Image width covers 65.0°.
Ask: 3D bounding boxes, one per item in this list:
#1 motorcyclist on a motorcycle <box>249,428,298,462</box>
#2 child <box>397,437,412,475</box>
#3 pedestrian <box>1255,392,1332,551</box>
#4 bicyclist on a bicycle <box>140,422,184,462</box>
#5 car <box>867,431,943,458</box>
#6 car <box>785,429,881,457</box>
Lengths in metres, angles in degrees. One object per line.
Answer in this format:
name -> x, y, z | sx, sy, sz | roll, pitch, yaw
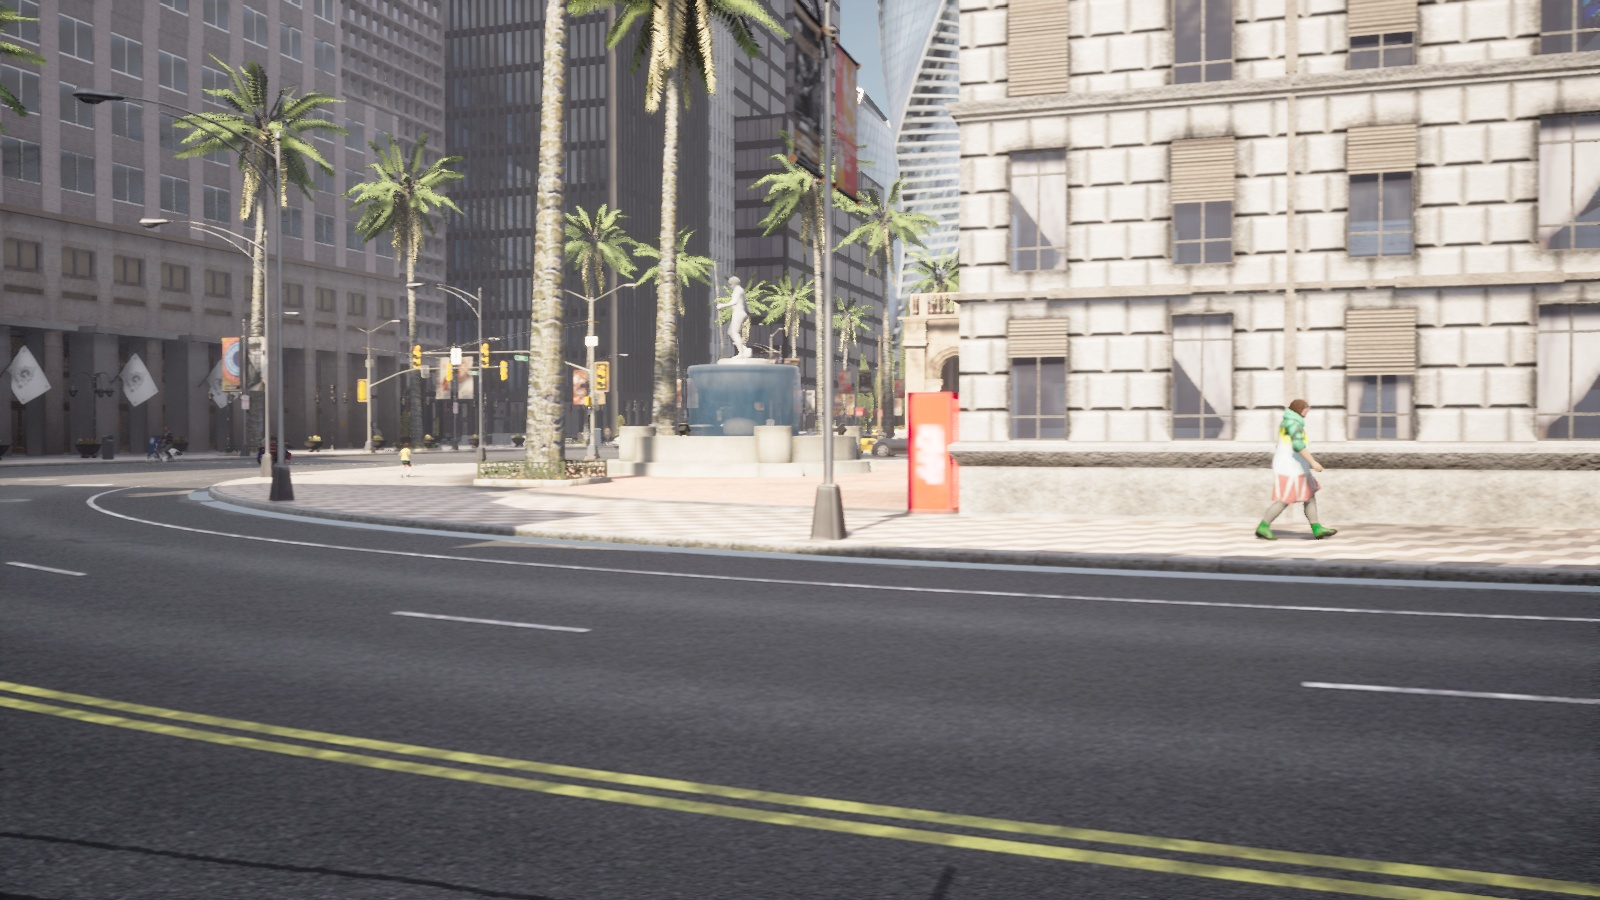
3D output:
motorcyclist on a motorcycle -> -24.498, -0.232, 58.437 | 0.866, 1.530, 2.191 | 1, 1, 18
child -> -11.849, 0.179, 37.632 | 0.255, 1.110, 0.394 | 0, 1, 10
pedestrian -> 6.214, 0.254, 15.846 | 0.873, 1.952, 0.659 | 1, 1, 20
bicyclist on a bicycle -> -28.767, -0.389, 56.621 | 0.659, 1.776, 1.843 | 1, 1, 18
car -> 5.809, -0.320, 69.221 | 3.806, 1.475, 1.970 | 1, 1, 18
car -> 1.954, -0.447, 74.124 | 5.366, 1.575, 1.801 | 1, 1, 19
